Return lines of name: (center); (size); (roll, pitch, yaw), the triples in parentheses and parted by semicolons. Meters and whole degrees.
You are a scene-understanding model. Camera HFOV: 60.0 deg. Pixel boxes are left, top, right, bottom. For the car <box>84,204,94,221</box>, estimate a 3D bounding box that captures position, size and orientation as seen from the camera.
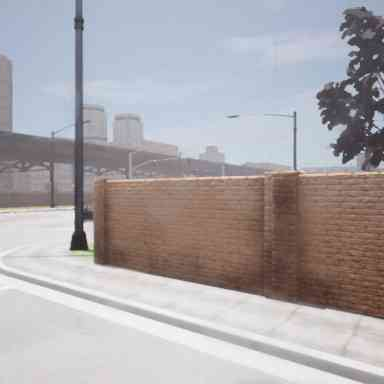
car: (-7.156, 1.559, 26.938); (1.994, 1.385, 4.181); (0, 0, 36)
